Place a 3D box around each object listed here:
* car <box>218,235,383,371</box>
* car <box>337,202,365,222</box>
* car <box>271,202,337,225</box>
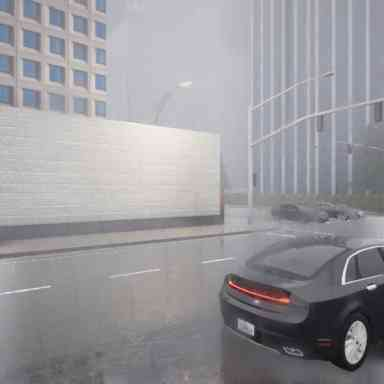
[{"bbox_3d":[2.683,1.505,5.713,4.892,1.490,1.837,0,0,-35],"label":"car"},{"bbox_3d":[11.291,1.537,26.907,2.128,1.511,4.902,0,-1,-36],"label":"car"},{"bbox_3d":[7.863,1.552,24.506,1.837,1.490,4.892,1,-1,-25],"label":"car"}]
